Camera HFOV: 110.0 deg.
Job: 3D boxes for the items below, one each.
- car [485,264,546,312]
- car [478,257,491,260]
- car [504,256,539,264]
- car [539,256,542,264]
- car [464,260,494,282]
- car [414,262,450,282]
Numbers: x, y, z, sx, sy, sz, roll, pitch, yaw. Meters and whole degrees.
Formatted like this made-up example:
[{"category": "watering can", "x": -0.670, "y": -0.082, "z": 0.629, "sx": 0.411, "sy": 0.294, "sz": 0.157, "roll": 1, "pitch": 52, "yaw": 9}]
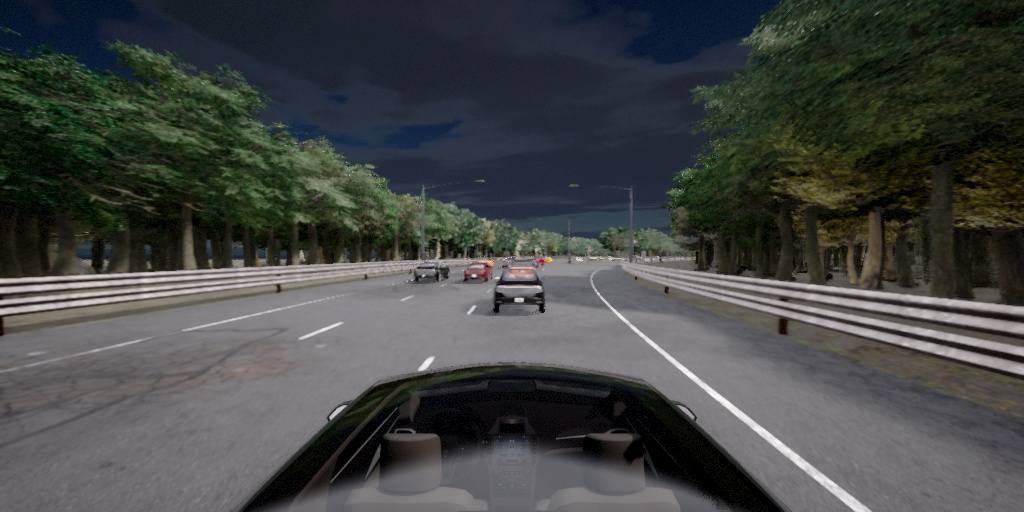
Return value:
[{"category": "car", "x": 0.299, "y": 1.242, "z": 14.281, "sx": 2.128, "sy": 1.511, "sz": 4.902, "roll": 0, "pitch": 0, "yaw": 1}, {"category": "car", "x": -4.020, "y": 0.998, "z": 53.761, "sx": 2.097, "sy": 1.767, "sz": 4.553, "roll": 0, "pitch": 0, "yaw": 7}, {"category": "car", "x": 0.790, "y": 1.088, "z": 27.380, "sx": 2.097, "sy": 1.767, "sz": 4.553, "roll": 0, "pitch": 0, "yaw": 3}, {"category": "car", "x": 3.286, "y": 1.203, "z": 56.630, "sx": 2.033, "sy": 1.411, "sz": 5.357, "roll": 0, "pitch": 0, "yaw": 7}, {"category": "car", "x": -2.592, "y": 1.247, "z": 28.216, "sx": 1.812, "sy": 1.442, "sz": 4.674, "roll": 0, "pitch": 0, "yaw": 3}, {"category": "car", "x": -6.127, "y": 1.193, "z": 27.934, "sx": 2.128, "sy": 1.511, "sz": 4.902, "roll": 0, "pitch": 0, "yaw": 3}]
